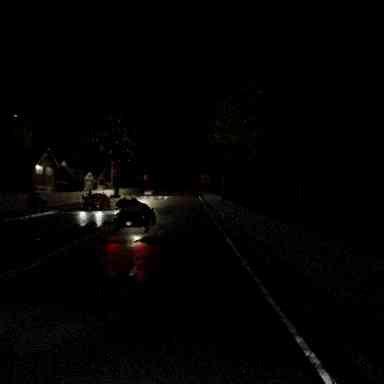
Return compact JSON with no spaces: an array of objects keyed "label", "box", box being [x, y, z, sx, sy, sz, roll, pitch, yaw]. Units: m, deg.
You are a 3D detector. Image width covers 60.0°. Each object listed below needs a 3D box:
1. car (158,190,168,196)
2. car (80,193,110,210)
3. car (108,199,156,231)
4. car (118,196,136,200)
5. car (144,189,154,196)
[{"label":"car","box":[-6.534,0.176,75.925,1.994,1.385,4.181,0,1,0]},{"label":"car","box":[-9.859,0.916,34.190,2.097,1.767,4.553,0,1,0]},{"label":"car","box":[-3.158,1.342,18.869,1.812,1.442,4.674,0,1,0]},{"label":"car","box":[-6.608,1.127,34.270,1.994,1.385,4.181,0,1,0]},{"label":"car","box":[-9.784,0.147,75.923,1.812,1.442,4.674,0,1,0]}]
